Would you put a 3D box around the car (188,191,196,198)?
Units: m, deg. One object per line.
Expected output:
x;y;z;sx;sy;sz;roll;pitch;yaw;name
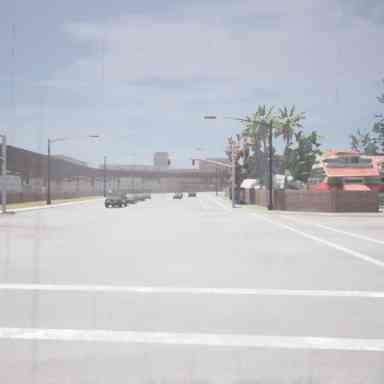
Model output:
0.094;0.516;86.818;2.097;1.767;4.553;0;1;0;car

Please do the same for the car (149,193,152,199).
-10.417;0.894;76.557;1.812;1.442;4.674;0;1;0;car

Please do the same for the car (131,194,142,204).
-10.439;1.284;56.507;2.033;1.411;5.357;0;1;0;car

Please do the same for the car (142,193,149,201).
-10.428;1.140;66.225;1.994;1.385;4.181;0;1;0;car

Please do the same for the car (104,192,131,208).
-10.504;1.080;46.385;2.150;2.045;5.566;0;1;1;car

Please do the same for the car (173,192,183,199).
-3.417;0.960;76.862;1.895;1.301;4.718;0;1;0;car

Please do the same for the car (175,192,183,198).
-3.406;0.706;87.180;1.994;1.385;4.181;0;1;0;car
